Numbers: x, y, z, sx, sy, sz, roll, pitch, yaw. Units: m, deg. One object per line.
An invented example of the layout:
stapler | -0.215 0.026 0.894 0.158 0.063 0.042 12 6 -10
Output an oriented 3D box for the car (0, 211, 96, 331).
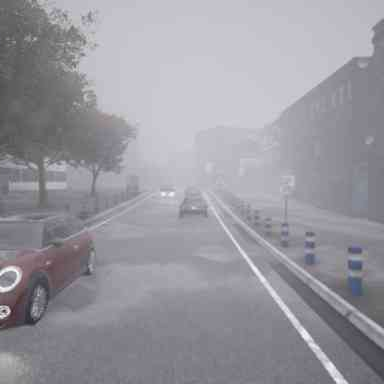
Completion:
car | -3.599 1.292 6.953 2.097 1.767 4.553 0 1 0

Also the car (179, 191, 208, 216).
car | 0.105 0.929 24.279 1.994 1.385 4.181 0 3 0

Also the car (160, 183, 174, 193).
car | -3.696 -0.655 50.369 1.994 1.385 4.181 0 3 -1

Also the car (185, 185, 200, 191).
car | 0.106 -0.146 41.920 1.994 1.385 4.181 0 3 0
